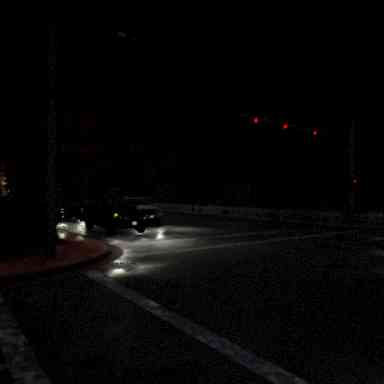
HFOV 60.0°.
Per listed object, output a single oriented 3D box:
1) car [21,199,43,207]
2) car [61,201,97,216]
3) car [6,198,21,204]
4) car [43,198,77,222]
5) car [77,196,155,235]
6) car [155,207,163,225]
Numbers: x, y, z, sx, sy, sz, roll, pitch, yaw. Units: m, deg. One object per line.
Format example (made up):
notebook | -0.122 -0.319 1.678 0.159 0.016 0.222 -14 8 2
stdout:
car | -16.469 1.694 35.592 1.895 1.301 4.718 1 -1 -37
car | -12.165 1.686 35.681 2.033 1.411 5.357 1 0 -37
car | -25.854 1.652 48.222 1.812 1.442 4.674 1 -1 -37
car | -10.531 1.448 27.694 2.097 1.767 4.553 1 -1 -37
car | -4.710 1.320 19.957 2.150 2.045 5.566 1 -1 -37
car | -4.406 1.364 25.373 2.150 2.045 5.566 1 -1 -37
